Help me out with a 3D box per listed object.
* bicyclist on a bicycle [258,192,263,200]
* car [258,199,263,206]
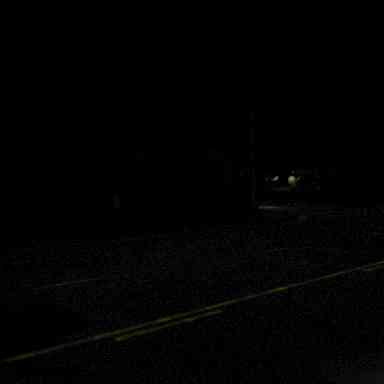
[{"bbox_3d":[12.047,0.840,59.085,1.656,1.620,0.582,-1,1,-37],"label":"bicyclist on a bicycle"},{"bbox_3d":[7.836,1.250,47.276,1.882,1.535,5.008,-1,1,-37],"label":"car"}]
